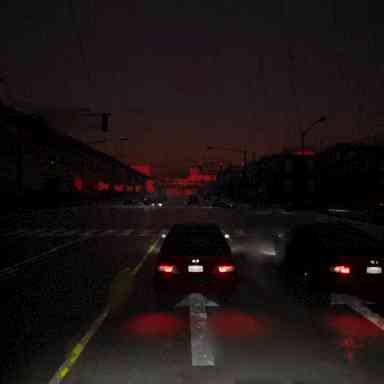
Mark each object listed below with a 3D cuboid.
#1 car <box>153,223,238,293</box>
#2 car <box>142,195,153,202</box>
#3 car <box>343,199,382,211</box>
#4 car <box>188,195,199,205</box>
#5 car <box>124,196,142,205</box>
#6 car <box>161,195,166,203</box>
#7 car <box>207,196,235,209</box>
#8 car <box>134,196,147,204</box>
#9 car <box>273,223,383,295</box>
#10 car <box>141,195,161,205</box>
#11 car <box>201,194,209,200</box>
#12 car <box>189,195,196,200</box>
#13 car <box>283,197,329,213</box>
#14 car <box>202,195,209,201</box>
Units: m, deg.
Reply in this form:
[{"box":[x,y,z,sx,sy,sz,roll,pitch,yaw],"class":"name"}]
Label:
[{"box":[0.090,1.547,9.000,2.033,1.411,5.357,0,0,0],"class":"car"},{"box":[-10.315,1.478,77.680,1.882,1.535,5.008,0,0,0],"class":"car"},{"box":[20.420,1.564,39.914,4.181,1.385,1.994,0,0,1],"class":"car"},{"box":[0.241,1.547,58.949,2.033,1.411,5.357,0,0,0],"class":"car"},{"box":[-10.434,1.478,57.264,1.882,1.535,5.008,0,0,0],"class":"car"},{"box":[-6.863,1.601,66.664,1.895,1.301,4.718,0,0,1],"class":"car"},{"box":[4.291,1.526,45.804,1.812,1.442,4.674,-1,0,-22],"class":"car"},{"box":[-10.349,1.504,67.466,1.837,1.490,4.892,0,0,0],"class":"car"},{"box":[3.581,1.547,8.892,2.033,1.411,5.357,0,0,2],"class":"car"},{"box":[-6.935,1.601,57.052,1.895,1.301,4.718,0,0,0],"class":"car"},{"box":[3.726,1.475,94.819,2.128,1.511,4.902,0,0,0],"class":"car"},{"box":[0.219,1.500,91.833,1.837,1.490,4.892,0,0,0],"class":"car"},{"box":[12.342,1.352,36.296,4.553,1.767,2.097,0,0,-2],"class":"car"},{"box":[3.701,1.519,84.657,2.128,1.511,4.902,0,0,0],"class":"car"}]
